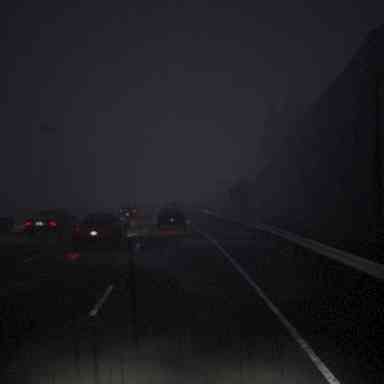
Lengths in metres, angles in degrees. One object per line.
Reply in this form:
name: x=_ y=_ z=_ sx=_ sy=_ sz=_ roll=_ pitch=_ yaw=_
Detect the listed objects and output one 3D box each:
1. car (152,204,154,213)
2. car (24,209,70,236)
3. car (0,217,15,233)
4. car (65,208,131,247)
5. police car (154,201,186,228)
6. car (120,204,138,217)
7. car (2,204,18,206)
car: x=-3.895 y=1.838 z=41.017 sx=1.812 sy=1.442 sz=4.674 roll=0 pitch=-1 yaw=-8
car: x=-8.086 y=1.709 z=19.617 sx=2.033 sy=1.411 sz=5.357 roll=0 pitch=0 yaw=-6
car: x=-11.450 y=1.757 z=18.036 sx=1.895 sy=1.301 sz=4.718 roll=0 pitch=0 yaw=-6
car: x=-4.236 y=1.689 z=15.705 sx=1.994 sy=1.385 sz=4.181 roll=0 pitch=0 yaw=-5
police car: x=-1.557 y=1.605 z=23.715 sx=1.930 sy=1.638 sz=5.238 roll=0 pitch=0 yaw=-7
car: x=-6.416 y=1.865 z=33.803 sx=1.895 sy=1.301 sz=4.718 roll=0 pitch=0 yaw=-8
car: x=-26.551 y=2.023 z=50.112 sx=1.895 sy=1.301 sz=4.718 roll=0 pitch=0 yaw=-8
